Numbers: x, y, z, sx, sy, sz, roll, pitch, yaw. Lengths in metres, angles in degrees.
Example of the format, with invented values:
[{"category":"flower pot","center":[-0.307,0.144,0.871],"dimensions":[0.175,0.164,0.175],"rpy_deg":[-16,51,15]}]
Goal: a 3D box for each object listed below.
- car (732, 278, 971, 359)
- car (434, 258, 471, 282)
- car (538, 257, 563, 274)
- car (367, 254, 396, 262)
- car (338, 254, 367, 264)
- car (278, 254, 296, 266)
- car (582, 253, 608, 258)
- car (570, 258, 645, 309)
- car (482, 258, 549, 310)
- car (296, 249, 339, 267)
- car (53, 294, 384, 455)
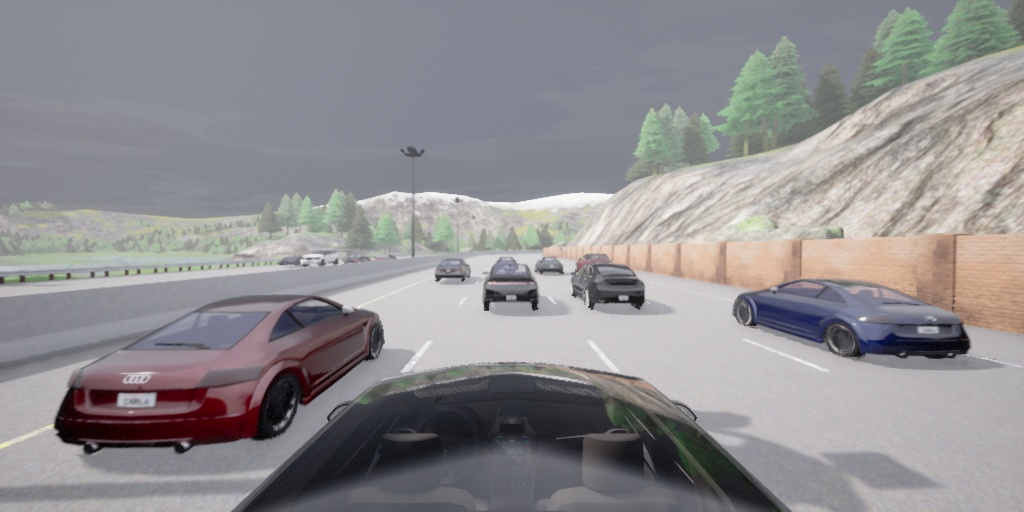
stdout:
[{"category":"car","center":[7.022,1.182,8.074],"dimensions":[1.994,1.385,4.181],"rpy_deg":[0,1,-1]},{"category":"car","center":[-3.790,0.856,23.525],"dimensions":[2.033,1.411,5.357],"rpy_deg":[0,1,-1]},{"category":"car","center":[3.058,0.739,29.980],"dimensions":[1.994,1.385,4.181],"rpy_deg":[0,1,-1]},{"category":"car","center":[-14.915,0.462,42.033],"dimensions":[1.812,1.442,4.674],"rpy_deg":[0,1,-1]},{"category":"car","center":[-18.429,0.488,42.720],"dimensions":[1.994,1.385,4.181],"rpy_deg":[0,1,-1]},{"category":"car","center":[-25.416,0.504,42.100],"dimensions":[1.994,1.385,4.181],"rpy_deg":[0,1,-1]},{"category":"car","center":[6.580,0.544,29.073],"dimensions":[2.097,1.767,4.553],"rpy_deg":[0,1,-1]},{"category":"car","center":[3.426,1.013,13.571],"dimensions":[1.837,1.490,4.892],"rpy_deg":[0,1,-1]},{"category":"car","center":[-0.071,1.005,13.328],"dimensions":[2.128,1.511,4.902],"rpy_deg":[0,1,-1]},{"category":"car","center":[-21.904,0.174,41.278],"dimensions":[2.150,2.045,5.566],"rpy_deg":[0,1,-1]},{"category":"car","center":[-3.444,1.243,5.274],"dimensions":[1.994,1.385,4.181],"rpy_deg":[0,1,-1]}]
